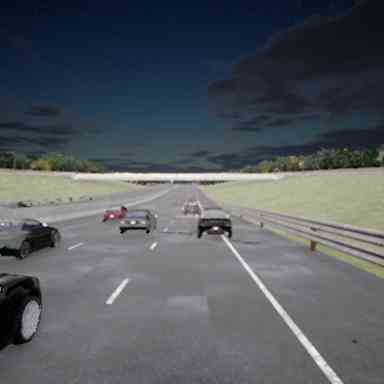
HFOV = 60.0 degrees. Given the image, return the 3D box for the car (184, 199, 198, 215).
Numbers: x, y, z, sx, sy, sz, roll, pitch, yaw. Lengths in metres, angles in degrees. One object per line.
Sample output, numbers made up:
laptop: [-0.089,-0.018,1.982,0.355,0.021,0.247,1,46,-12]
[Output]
car: [0.012,2.049,41.579,2.128,1.511,4.902,0,0,1]

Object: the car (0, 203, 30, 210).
car: [-21.093,2.043,39.484,1.837,1.490,4.892,0,-1,0]

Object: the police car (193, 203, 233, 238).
police car: [1.221,1.693,19.625,1.930,1.638,5.238,0,-1,0]

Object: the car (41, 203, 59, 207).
car: [-17.594,2.117,41.320,1.994,1.385,4.181,0,0,0]

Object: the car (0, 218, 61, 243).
car: [-6.902,1.740,13.298,1.994,1.385,4.181,0,-1,0]

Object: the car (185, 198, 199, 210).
car: [-0.016,1.946,54.355,2.097,1.767,4.553,0,0,0]

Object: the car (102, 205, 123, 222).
car: [-6.906,1.964,30.947,1.812,1.442,4.674,0,-1,0]

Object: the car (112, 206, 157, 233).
car: [-3.403,1.845,21.654,2.033,1.411,5.357,0,-1,0]

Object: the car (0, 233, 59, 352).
car: [-3.401,1.523,3.513,1.882,1.535,5.008,0,-1,0]
